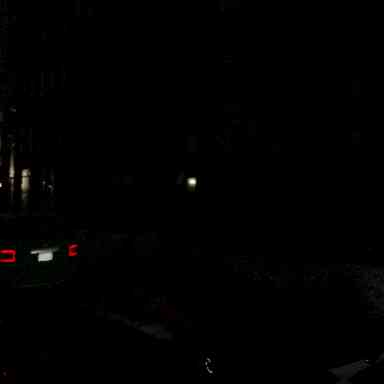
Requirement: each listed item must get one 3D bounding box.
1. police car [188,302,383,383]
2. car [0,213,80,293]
[{"bbox_3d":[2.200,1.601,2.542,5.238,1.638,1.930,-1,-4,41],"label":"police car"},{"bbox_3d":[-5.241,1.568,9.105,5.566,2.045,2.150,-1,-4,41],"label":"car"}]
